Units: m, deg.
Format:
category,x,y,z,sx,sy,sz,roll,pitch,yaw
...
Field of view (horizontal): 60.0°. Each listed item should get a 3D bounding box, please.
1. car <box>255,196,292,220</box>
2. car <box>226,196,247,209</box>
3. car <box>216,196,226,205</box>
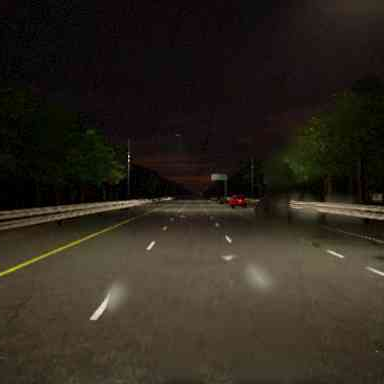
category,x,y,z,sx,sy,sz,roll,pitch,yaw
car,7.043,1.347,29.117,2.150,2.045,5.566,0,0,0
car,7.142,1.567,51.951,2.150,2.045,5.566,0,-1,0
car,7.314,2.102,76.589,1.837,1.490,4.892,0,-1,0
